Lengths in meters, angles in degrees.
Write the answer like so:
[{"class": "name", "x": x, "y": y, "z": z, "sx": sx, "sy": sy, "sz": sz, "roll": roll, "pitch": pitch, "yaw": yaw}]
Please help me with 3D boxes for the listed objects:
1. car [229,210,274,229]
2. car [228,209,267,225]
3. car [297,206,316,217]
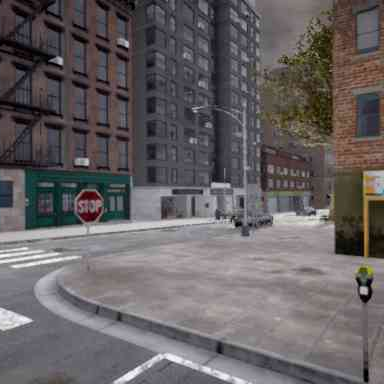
[{"class": "car", "x": 5.094, "y": 2.177, "z": 26.843, "sx": 1.994, "sy": 1.385, "sz": 4.181, "roll": -1, "pitch": -2, "yaw": 35}, {"class": "car", "x": 5.477, "y": 2.359, "z": 32.332, "sx": 1.895, "sy": 1.301, "sz": 4.718, "roll": -1, "pitch": -2, "yaw": 35}, {"class": "car", "x": 16.580, "y": 2.783, "z": 47.929, "sx": 1.812, "sy": 1.442, "sz": 4.674, "roll": -1, "pitch": -2, "yaw": 35}]
